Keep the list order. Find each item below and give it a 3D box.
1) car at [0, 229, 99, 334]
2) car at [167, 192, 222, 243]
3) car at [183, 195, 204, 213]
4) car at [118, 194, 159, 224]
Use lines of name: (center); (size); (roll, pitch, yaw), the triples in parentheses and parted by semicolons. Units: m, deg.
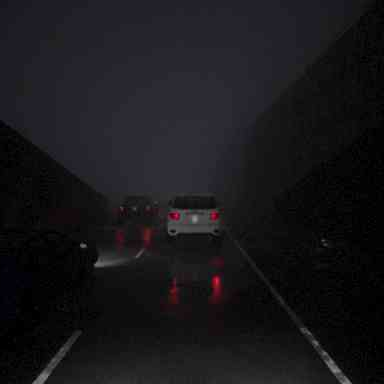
car: (-3.397, 1.442, 6.476); (2.033, 1.411, 5.357); (0, 1, 0)
car: (0.104, 0.985, 14.764); (2.150, 2.045, 5.566); (0, 1, 0)
car: (0.105, 1.031, 30.862); (1.812, 1.442, 4.674); (0, 1, 0)
car: (-3.396, 1.003, 21.783); (2.097, 1.767, 4.553); (0, 1, 0)
